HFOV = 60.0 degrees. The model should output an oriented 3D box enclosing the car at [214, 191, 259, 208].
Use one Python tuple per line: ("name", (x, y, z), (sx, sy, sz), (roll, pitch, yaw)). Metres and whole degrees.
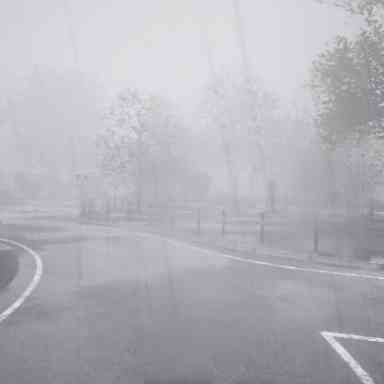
("car", (4.618, 0.719, 34.438), (4.553, 1.767, 2.097), (1, 1, 26))
